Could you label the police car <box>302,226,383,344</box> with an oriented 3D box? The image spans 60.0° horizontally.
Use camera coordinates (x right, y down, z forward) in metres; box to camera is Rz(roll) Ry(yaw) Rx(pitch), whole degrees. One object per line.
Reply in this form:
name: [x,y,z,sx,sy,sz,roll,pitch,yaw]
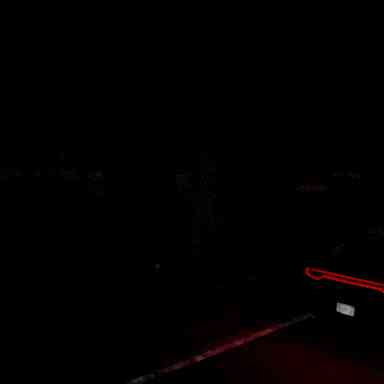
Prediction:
police car: [4.110,1.255,5.818,5.238,1.638,1.930,-2,1,-35]
